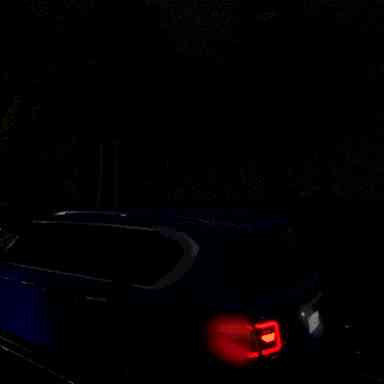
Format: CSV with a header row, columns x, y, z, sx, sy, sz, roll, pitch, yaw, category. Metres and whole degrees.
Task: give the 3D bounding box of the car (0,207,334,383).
x,y,z,sx,sy,sz,roll,pitch,yaw,category
-1.108,1.222,4.477,5.566,2.045,2.150,0,0,36,car
